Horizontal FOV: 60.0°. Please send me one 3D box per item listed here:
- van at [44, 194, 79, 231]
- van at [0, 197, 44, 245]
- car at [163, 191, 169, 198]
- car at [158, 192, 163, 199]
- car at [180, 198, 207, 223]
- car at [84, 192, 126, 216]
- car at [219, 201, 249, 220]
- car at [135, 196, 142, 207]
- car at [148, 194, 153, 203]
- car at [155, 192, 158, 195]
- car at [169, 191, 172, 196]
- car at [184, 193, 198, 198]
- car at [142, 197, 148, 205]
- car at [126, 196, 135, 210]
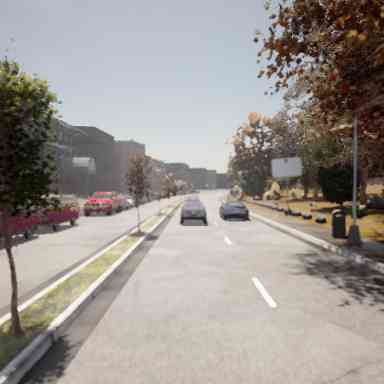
[{"bbox_3d":[-8.086,1.128,19.164,1.878,1.987,4.442,0,0,0],"label":"van"},{"bbox_3d":[-8.118,1.169,13.618,1.878,1.987,4.442,0,0,0],"label":"van"},{"bbox_3d":[-7.557,0.763,78.699,2.163,1.488,4.792,0,1,3],"label":"car"},{"bbox_3d":[-7.800,0.855,69.104,2.097,1.535,5.008,0,1,1],"label":"car"},{"bbox_3d":[0.103,1.378,23.951,2.033,1.411,5.357,0,0,0],"label":"car"},{"bbox_3d":[-8.023,1.010,30.344,2.435,2.045,5.566,0,1,0],"label":"car"},{"bbox_3d":[3.253,1.376,26.201,1.994,1.385,4.181,0,0,0],"label":"car"},{"bbox_3d":[-7.960,1.198,41.470,2.002,1.452,4.674,0,1,0],"label":"car"},{"bbox_3d":[-7.896,1.084,52.563,2.002,1.452,4.674,0,1,0],"label":"car"},{"bbox_3d":[-7.864,0.984,58.112,2.231,1.521,4.892,0,1,0],"label":"car"},{"bbox_3d":[-7.147,0.636,85.727,1.946,1.575,5.366,0,1,5],"label":"car"},{"bbox_3d":[0.116,1.223,41.957,2.033,1.411,5.357,0,1,0],"label":"car"},{"bbox_3d":[-7.927,1.132,46.986,2.163,1.488,4.792,0,1,0],"label":"car"},{"bbox_3d":[-7.991,1.242,35.892,2.163,1.488,4.792,0,1,0],"label":"car"}]
